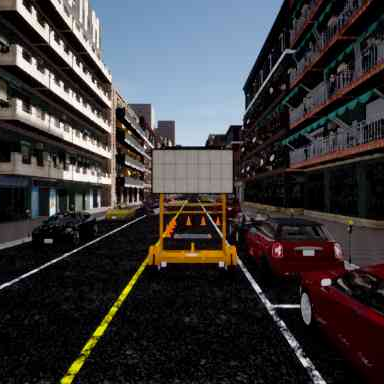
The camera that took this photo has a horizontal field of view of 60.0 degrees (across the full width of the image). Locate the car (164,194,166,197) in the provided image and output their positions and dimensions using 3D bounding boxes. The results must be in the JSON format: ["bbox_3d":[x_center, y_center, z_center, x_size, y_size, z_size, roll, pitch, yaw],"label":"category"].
[{"bbox_3d":[-5.580,1.303,49.133,2.192,1.841,5.009,0,0,0],"label":"car"}]

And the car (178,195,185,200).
[{"bbox_3d":[-2.803,1.569,89.520,1.895,1.301,4.718,0,0,0],"label":"car"}]

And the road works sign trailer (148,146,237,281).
[{"bbox_3d":[0.021,0.464,9.794,2.380,3.560,2.880,0,0,0],"label":"road works sign trailer"}]

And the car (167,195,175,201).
[{"bbox_3d":[-5.494,1.513,88.587,1.887,1.381,4.507,0,0,0],"label":"car"}]

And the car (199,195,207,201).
[{"bbox_3d":[2.886,1.513,88.564,1.887,1.381,4.507,0,0,0],"label":"car"}]

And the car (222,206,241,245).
[{"bbox_3d":[2.725,1.550,15.291,2.008,1.369,4.403,0,0,0],"label":"car"}]

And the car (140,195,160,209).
[{"bbox_3d":[-5.594,1.431,43.496,1.967,1.590,4.097,0,0,0],"label":"car"}]

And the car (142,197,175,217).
[{"bbox_3d":[-3.032,1.486,30.872,2.128,1.511,4.902,0,0,0],"label":"car"}]

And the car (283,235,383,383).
[{"bbox_3d":[2.700,1.545,4.019,1.887,1.381,4.507,0,0,0],"label":"car"}]

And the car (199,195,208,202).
[{"bbox_3d":[2.862,1.500,77.462,1.752,1.417,4.829,0,0,0],"label":"car"}]

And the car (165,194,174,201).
[{"bbox_3d":[-5.506,1.412,82.950,1.967,1.590,4.097,0,0,0],"label":"car"}]

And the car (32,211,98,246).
[{"bbox_3d":[-5.657,1.565,15.313,1.947,1.339,4.313,0,0,0],"label":"car"}]

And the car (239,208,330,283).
[{"bbox_3d":[2.712,1.440,9.655,1.967,1.590,4.097,0,0,0],"label":"car"}]

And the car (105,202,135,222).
[{"bbox_3d":[-5.632,1.522,26.416,1.752,1.417,4.829,0,0,0],"label":"car"}]

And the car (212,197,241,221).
[{"bbox_3d":[2.751,1.311,26.564,2.192,1.841,5.009,0,0,0],"label":"car"}]

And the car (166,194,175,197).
[{"bbox_3d":[-5.518,1.290,77.314,2.192,1.841,5.009,0,0,0],"label":"car"}]
